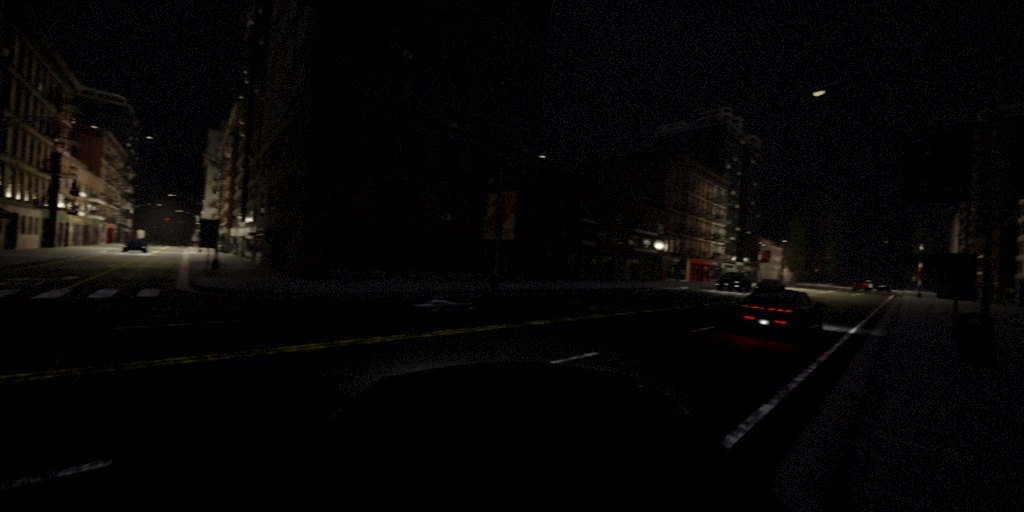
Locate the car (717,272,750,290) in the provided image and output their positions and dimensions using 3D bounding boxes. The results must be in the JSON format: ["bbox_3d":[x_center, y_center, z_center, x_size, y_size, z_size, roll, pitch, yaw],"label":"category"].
[{"bbox_3d":[24.738,2.809,39.751,5.566,2.045,2.150,4,-1,-42],"label":"car"}]

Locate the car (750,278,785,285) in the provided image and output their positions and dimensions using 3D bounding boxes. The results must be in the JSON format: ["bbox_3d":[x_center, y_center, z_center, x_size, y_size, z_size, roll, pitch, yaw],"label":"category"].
[{"bbox_3d":[26.925,3.187,37.364,5.008,1.535,1.882,4,-1,-42],"label":"car"}]

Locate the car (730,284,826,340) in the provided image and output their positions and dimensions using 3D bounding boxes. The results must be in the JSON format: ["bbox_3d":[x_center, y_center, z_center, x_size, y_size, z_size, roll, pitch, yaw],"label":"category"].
[{"bbox_3d":[9.756,1.955,12.944,4.892,1.490,1.837,4,-1,-42],"label":"car"}]

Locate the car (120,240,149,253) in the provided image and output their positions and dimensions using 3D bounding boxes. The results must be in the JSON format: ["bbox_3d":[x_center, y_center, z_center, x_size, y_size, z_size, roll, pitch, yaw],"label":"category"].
[{"bbox_3d":[-43.558,-1.115,41.559,1.812,1.442,4.674,4,-1,-42],"label":"car"}]
